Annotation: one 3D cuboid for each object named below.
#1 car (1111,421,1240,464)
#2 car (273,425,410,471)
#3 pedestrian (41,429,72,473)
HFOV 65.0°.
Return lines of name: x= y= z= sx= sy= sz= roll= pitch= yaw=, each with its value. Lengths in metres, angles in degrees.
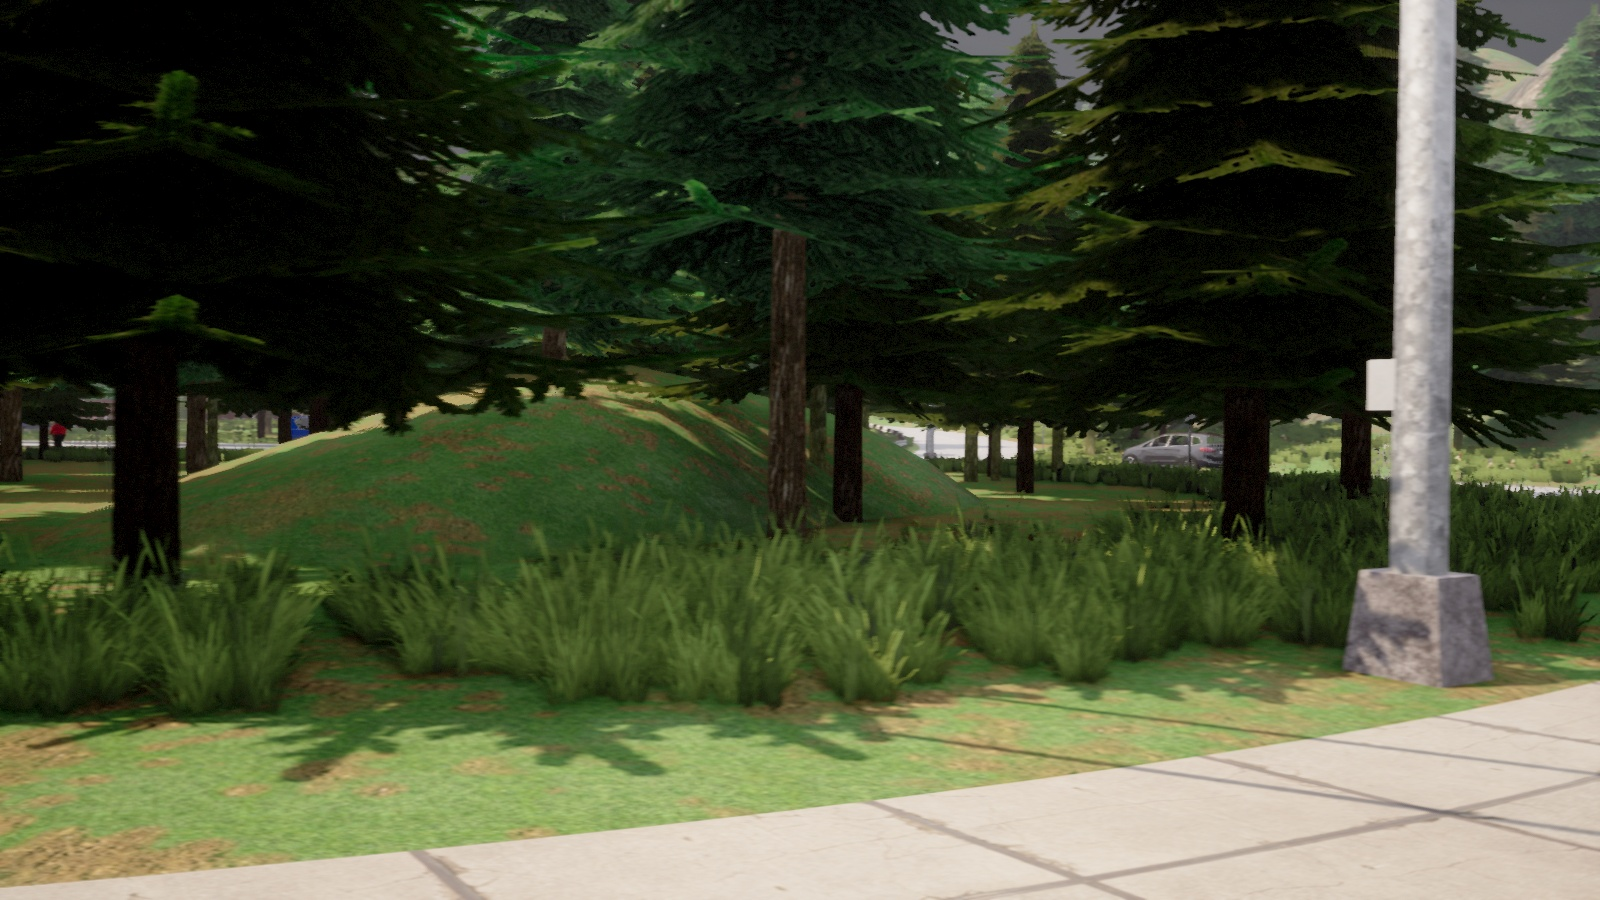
car: x=15.452 y=-0.314 z=51.862 sx=2.242 sy=1.667 sz=4.611 roll=-1 pitch=1 yaw=-38
car: x=-21.224 y=-0.096 z=58.307 sx=5.566 sy=2.045 sz=2.150 roll=-1 pitch=1 yaw=0
pedestrian: x=-31.873 y=0.041 z=53.816 sx=0.899 sy=1.844 sz=0.634 roll=-1 pitch=1 yaw=2
